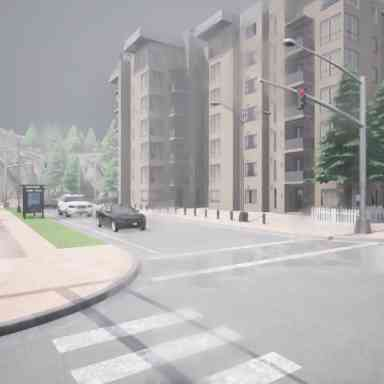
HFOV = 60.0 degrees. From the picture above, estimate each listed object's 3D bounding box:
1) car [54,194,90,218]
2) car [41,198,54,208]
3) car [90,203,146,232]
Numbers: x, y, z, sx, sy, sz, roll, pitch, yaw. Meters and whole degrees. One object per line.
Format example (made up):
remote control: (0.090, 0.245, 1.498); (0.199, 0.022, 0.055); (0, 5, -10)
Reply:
car: (-10.869, 1.246, 30.787); (2.150, 2.045, 5.566); (0, 0, -32)
car: (-19.459, 1.575, 44.695); (2.033, 1.411, 5.357); (0, 0, -32)
car: (-4.494, 1.503, 20.582); (1.882, 1.535, 5.008); (0, 0, -32)
